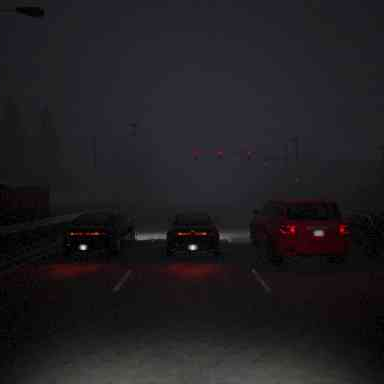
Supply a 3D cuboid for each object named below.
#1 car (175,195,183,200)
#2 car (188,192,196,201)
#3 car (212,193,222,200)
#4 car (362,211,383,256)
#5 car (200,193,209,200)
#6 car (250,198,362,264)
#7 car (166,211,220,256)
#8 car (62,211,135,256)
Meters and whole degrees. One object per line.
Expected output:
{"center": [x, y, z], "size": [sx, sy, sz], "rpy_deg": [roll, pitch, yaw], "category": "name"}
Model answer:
{"center": [-3.516, 1.497, 88.597], "size": [1.812, 1.442, 4.674], "rpy_deg": [0, 0, 0], "category": "car"}
{"center": [-0.016, 1.498, 88.181], "size": [2.128, 1.511, 4.902], "rpy_deg": [0, 0, 0], "category": "car"}
{"center": [6.984, 1.473, 88.183], "size": [1.837, 1.490, 4.892], "rpy_deg": [0, 0, 0], "category": "car"}
{"center": [7.044, 1.489, 13.026], "size": [2.128, 1.511, 4.902], "rpy_deg": [0, 0, 0], "category": "car"}
{"center": [3.484, 1.329, 88.569], "size": [2.097, 1.767, 4.553], "rpy_deg": [0, 0, 0], "category": "car"}
{"center": [3.535, 1.221, 11.893], "size": [2.150, 2.045, 5.566], "rpy_deg": [0, 0, 0], "category": "car"}
{"center": [0.045, 1.503, 13.042], "size": [1.837, 1.490, 4.892], "rpy_deg": [0, 0, 0], "category": "car"}
{"center": [-3.455, 1.503, 13.045], "size": [1.837, 1.490, 4.892], "rpy_deg": [0, 0, 0], "category": "car"}
